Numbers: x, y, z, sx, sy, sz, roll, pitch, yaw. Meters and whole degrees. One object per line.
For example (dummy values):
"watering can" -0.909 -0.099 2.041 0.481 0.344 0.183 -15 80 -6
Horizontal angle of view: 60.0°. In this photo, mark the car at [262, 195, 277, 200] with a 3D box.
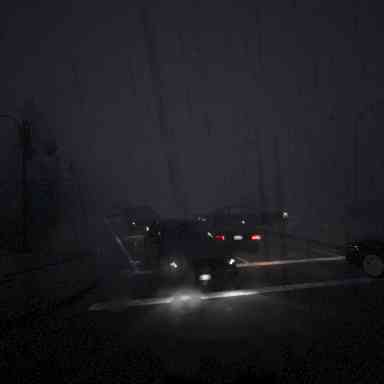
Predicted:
"car" 10.314 1.277 47.135 2.152 1.636 5.027 0 0 -17

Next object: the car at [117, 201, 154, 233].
"car" -3.111 1.529 19.954 2.033 1.411 5.357 0 0 -17

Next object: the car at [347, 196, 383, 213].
"car" 15.578 1.356 29.226 1.970 1.475 3.806 0 0 -17

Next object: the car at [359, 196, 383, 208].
"car" 23.875 1.273 43.219 1.845 1.501 3.633 0 0 -17

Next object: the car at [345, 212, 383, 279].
"car" 6.534 1.475 8.257 5.008 1.535 1.882 0 0 39

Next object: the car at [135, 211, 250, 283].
"car" -0.370 1.543 10.122 2.033 1.411 5.357 0 0 -15

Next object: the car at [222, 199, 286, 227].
"car" 2.840 1.467 19.909 5.357 1.411 2.033 -3 1 -15

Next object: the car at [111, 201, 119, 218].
"car" -6.280 1.515 30.103 2.033 1.411 5.357 0 0 -17

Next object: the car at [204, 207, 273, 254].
"car" 1.348 1.538 13.403 2.033 1.411 5.357 0 0 -4

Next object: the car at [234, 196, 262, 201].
"car" 7.327 1.287 46.177 2.007 1.523 4.514 0 0 -17
